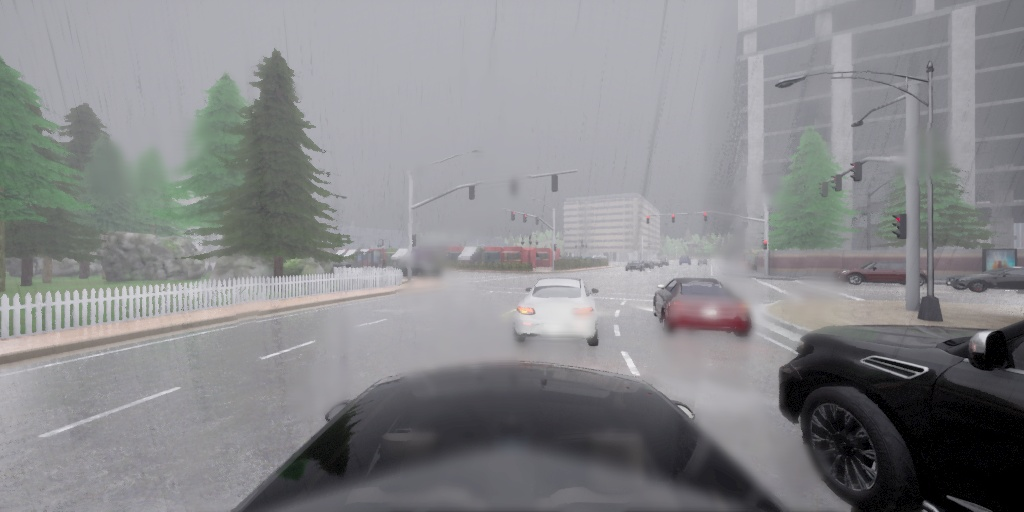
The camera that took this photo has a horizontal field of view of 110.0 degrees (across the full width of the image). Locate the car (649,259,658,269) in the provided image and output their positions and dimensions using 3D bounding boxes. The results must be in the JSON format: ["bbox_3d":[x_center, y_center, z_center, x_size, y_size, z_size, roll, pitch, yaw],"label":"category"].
[{"bbox_3d":[20.756,1.351,55.397,1.895,1.301,4.718,0,0,29],"label":"car"}]

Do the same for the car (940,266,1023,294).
[{"bbox_3d":[27.983,1.331,20.154,4.674,1.442,1.812,0,0,29],"label":"car"}]

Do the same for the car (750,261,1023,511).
[{"bbox_3d":[3.736,0.971,1.168,2.150,2.045,5.566,0,0,0],"label":"car"}]

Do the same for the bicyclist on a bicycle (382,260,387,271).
[{"bbox_3d":[-15.776,1.258,44.233,0.582,1.620,1.656,0,0,-23],"label":"bicyclist on a bicycle"}]

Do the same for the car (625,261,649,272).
[{"bbox_3d":[16.436,1.314,47.656,1.994,1.385,4.181,0,0,29],"label":"car"}]

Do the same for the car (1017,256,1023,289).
[{"bbox_3d":[34.233,1.027,20.663,5.566,2.045,2.150,0,0,30],"label":"car"}]

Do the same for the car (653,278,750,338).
[{"bbox_3d":[5.287,1.314,10.398,1.994,1.385,4.181,0,0,17],"label":"car"}]

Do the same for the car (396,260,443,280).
[{"bbox_3d":[-8.430,1.157,32.490,4.553,1.767,2.097,0,0,30],"label":"car"}]

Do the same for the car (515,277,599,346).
[{"bbox_3d":[1.267,1.276,9.387,1.812,1.442,4.674,0,0,11],"label":"car"}]

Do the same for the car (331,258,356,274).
[{"bbox_3d":[-19.290,1.028,38.665,5.566,2.045,2.150,0,0,29],"label":"car"}]

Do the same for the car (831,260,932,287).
[{"bbox_3d":[25.891,1.157,25.386,4.553,1.767,2.097,0,0,29],"label":"car"}]
